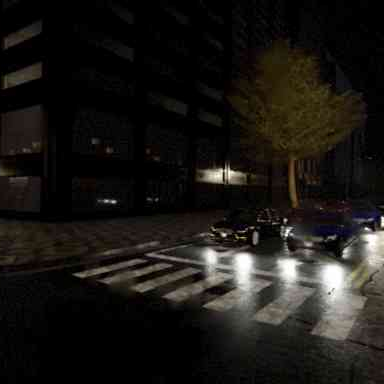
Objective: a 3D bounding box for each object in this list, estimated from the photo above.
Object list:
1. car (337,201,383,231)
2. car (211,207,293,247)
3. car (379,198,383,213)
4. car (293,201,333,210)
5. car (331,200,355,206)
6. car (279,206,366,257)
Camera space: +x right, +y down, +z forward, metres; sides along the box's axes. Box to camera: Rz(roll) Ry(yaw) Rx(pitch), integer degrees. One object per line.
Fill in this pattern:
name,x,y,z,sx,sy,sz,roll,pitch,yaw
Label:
car,10.531,1.513,20.586,1.812,1.442,4.674,1,0,35
car,2.689,1.454,15.014,1.837,1.490,4.892,1,0,36
car,22.386,1.517,37.461,1.837,1.490,4.892,1,0,36
car,7.768,1.521,22.321,1.994,1.385,4.181,1,0,34
car,12.722,1.492,29.381,1.812,1.442,4.674,1,0,35
car,5.319,1.504,13.121,1.812,1.442,4.674,1,0,37
